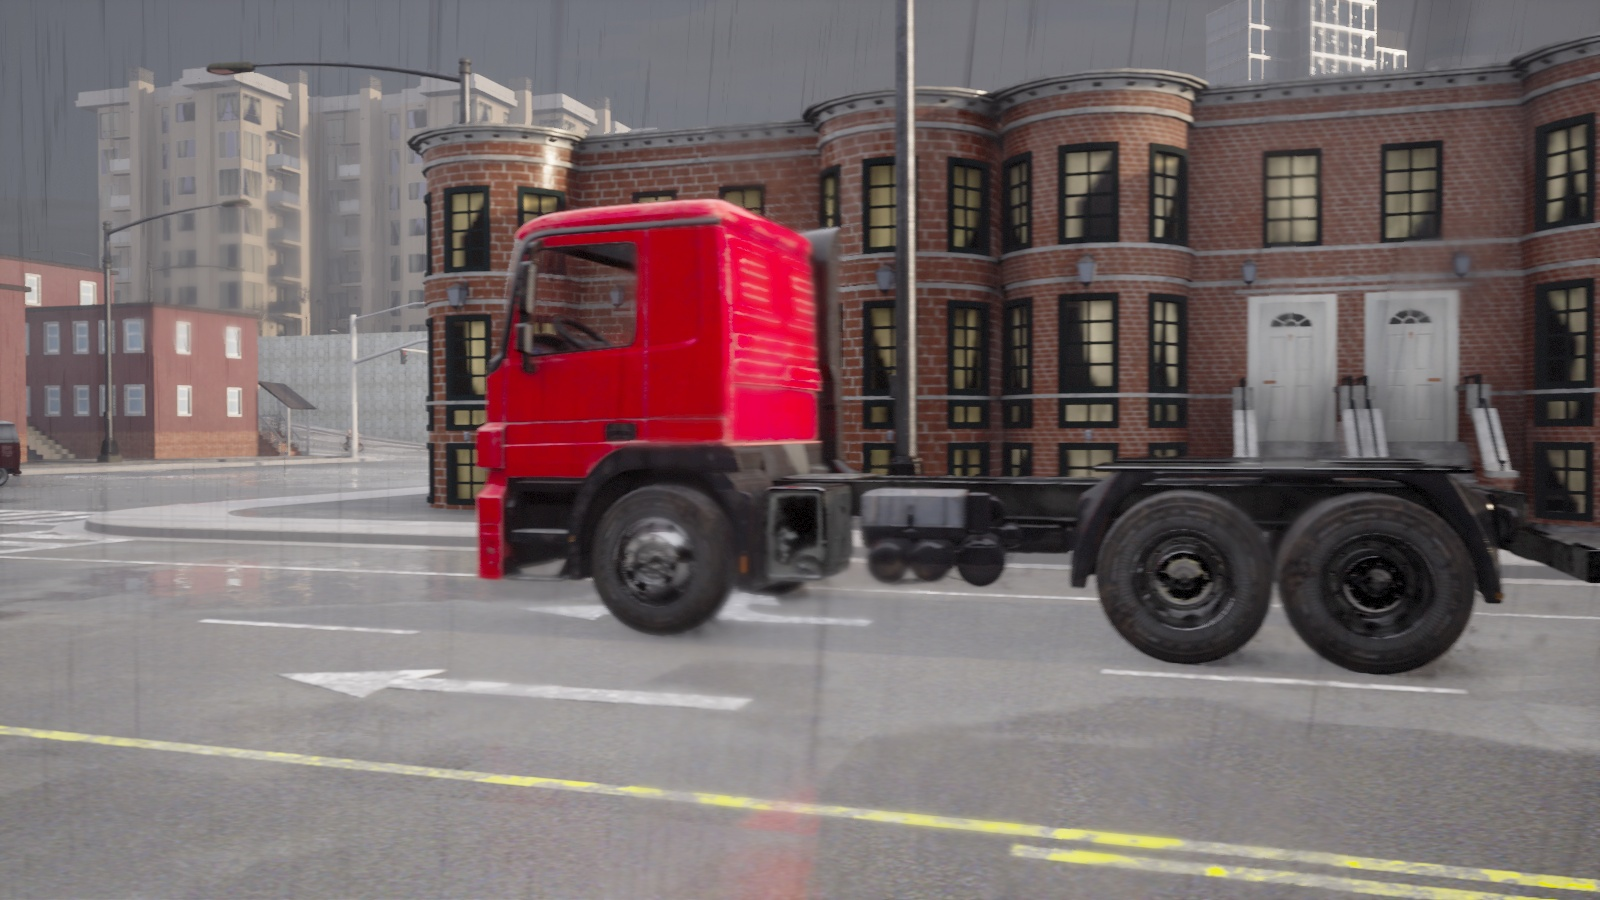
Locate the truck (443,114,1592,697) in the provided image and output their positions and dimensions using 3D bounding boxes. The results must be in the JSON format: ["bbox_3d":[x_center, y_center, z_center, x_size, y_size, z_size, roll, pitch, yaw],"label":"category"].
[{"bbox_3d":[1.382,-0.312,10.100,7.936,3.462,2.891,1,1,19],"label":"truck"}]

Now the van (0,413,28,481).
[{"bbox_3d":[-24.621,-0.085,35.683,1.775,1.987,4.442,1,1,19],"label":"van"}]
